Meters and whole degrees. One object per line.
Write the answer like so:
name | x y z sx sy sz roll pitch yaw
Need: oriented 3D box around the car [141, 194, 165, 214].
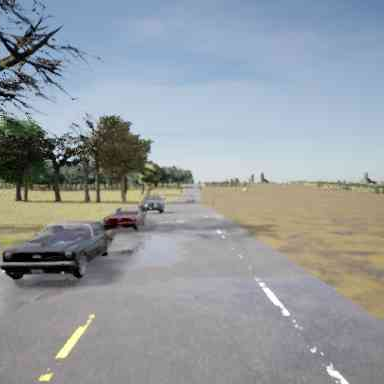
car | -4.157 1.281 35.839 2.150 2.045 5.566 -1 0 -1

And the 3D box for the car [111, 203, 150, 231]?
car | -3.944 1.564 20.203 1.895 1.301 4.718 -1 0 -1

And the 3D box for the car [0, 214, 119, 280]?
car | -3.755 1.598 10.186 1.895 1.301 4.718 -1 0 -1
